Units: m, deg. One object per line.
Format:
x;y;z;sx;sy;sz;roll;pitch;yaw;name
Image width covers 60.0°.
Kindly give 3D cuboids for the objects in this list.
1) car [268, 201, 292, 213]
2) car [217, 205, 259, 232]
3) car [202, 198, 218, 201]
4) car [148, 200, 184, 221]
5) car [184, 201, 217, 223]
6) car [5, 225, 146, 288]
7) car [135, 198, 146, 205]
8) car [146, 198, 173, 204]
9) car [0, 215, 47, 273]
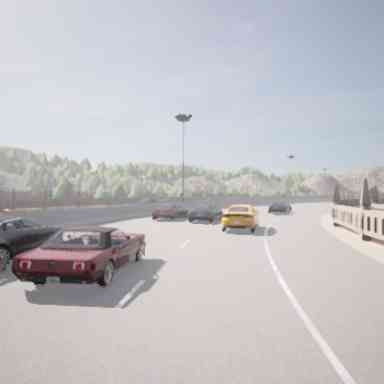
10.341;1.721;38.911;1.994;1.385;4.181;0;0;28;car
3.091;1.533;20.742;1.882;1.535;5.008;0;0;15;car
3.223;1.847;61.306;1.837;1.490;4.892;0;0;32;car
-1.787;1.637;28.539;1.994;1.385;4.181;0;0;19;car
1.176;1.636;26.404;1.994;1.385;4.181;0;0;18;car
-2.699;1.605;9.314;1.895;1.301;4.718;0;0;7;car
-6.834;1.699;51.616;1.837;1.490;4.892;0;-1;30;car
-3.507;1.653;43.026;1.837;1.490;4.892;0;-1;27;car
-5.994;1.487;10.713;2.128;1.511;4.902;0;0;7;car
